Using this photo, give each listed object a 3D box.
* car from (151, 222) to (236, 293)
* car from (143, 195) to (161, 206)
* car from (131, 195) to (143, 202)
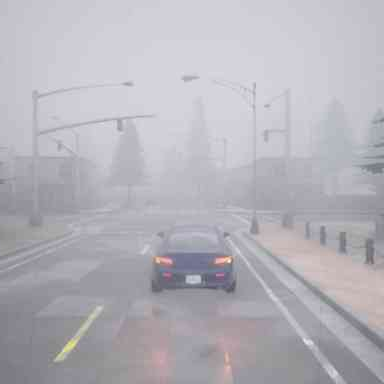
[{"bbox_3d":[0.040,1.498,8.671,1.812,1.442,4.674,0,0,0],"label":"car"},{"bbox_3d":[-5.970,1.283,50.941,1.882,1.535,5.008,0,0,-13],"label":"car"},{"bbox_3d":[-11.202,1.305,66.009,2.033,1.411,5.357,0,0,-26],"label":"car"}]
